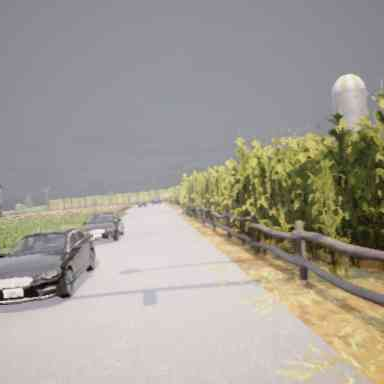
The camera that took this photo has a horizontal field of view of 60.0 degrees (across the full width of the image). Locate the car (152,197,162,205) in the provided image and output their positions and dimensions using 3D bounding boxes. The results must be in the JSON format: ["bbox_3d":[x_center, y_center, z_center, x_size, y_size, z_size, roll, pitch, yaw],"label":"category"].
[{"bbox_3d":[-8.359,2.092,79.037,2.097,1.767,4.553,-5,0,-6],"label":"car"}]

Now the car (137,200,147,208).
[{"bbox_3d":[-10.593,2.548,71.216,2.033,1.411,5.357,-5,0,-6],"label":"car"}]

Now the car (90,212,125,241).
[{"bbox_3d":[-5.056,1.966,19.279,2.128,1.511,4.902,-5,0,-6],"label":"car"}]

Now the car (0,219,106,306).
[{"bbox_3d":[-3.996,1.864,9.359,2.128,1.511,4.902,-5,0,-6],"label":"car"}]
